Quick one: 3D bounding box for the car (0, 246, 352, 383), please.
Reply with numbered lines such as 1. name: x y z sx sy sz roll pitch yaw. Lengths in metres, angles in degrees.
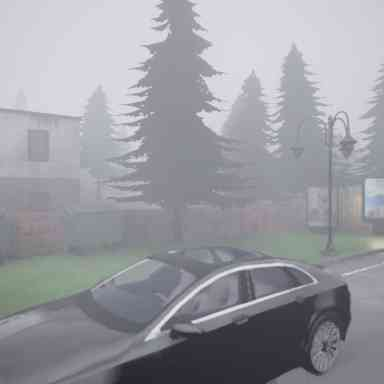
1. car: -0.007 1.495 3.998 4.902 1.511 2.128 0 0 -36
